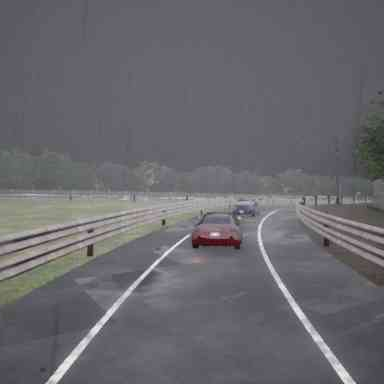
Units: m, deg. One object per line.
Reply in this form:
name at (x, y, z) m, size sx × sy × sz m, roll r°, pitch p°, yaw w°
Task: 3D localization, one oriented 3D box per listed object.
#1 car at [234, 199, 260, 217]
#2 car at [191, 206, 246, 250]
car at (4.670, 1.357, 28.609) m, size 1.812 × 1.442 × 4.674 m, roll -1°, pitch 0°, yaw 18°
car at (1.173, 1.533, 14.314) m, size 1.994 × 1.385 × 4.181 m, roll 0°, pitch 0°, yaw 9°
